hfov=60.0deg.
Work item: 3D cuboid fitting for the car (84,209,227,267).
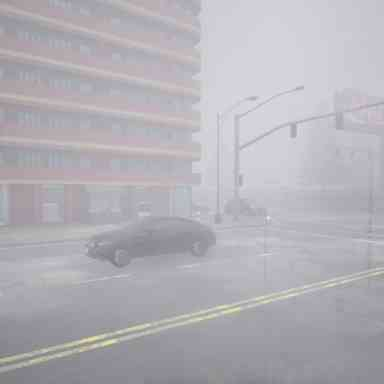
[{"bbox_3d":[-1.288,1.526,11.517,4.674,1.442,1.812,0,0,-33],"label":"car"}]

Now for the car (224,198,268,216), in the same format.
[{"bbox_3d":[5.205,1.352,32.368,2.097,1.767,4.553,0,0,-34],"label":"car"}]

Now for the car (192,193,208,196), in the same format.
[{"bbox_3d":[0.704,1.223,58.224,2.150,2.045,5.566,0,0,-34],"label":"car"}]

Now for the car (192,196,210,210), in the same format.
[{"bbox_3d":[0.223,1.526,39.793,1.812,1.442,4.674,0,0,-34],"label":"car"}]
